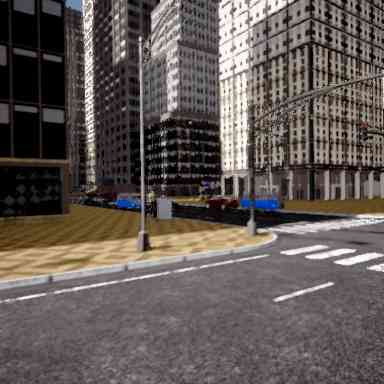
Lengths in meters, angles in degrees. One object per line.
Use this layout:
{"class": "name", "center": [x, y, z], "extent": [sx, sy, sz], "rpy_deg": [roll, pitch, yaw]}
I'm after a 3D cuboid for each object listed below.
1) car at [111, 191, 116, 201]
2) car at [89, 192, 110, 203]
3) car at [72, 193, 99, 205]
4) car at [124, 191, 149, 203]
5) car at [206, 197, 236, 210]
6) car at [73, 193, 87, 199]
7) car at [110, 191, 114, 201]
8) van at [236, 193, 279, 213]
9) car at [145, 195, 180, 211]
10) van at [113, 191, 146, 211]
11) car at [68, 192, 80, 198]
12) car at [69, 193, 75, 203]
{"class": "car", "center": [-12.280, 1.032, 59.439], "extent": [1.887, 1.381, 4.507], "rpy_deg": [-1, 1, -34]}
{"class": "car", "center": [-15.501, 1.122, 54.025], "extent": [1.812, 1.442, 4.674], "rpy_deg": [-1, 1, -34]}
{"class": "car", "center": [-16.116, 1.221, 50.156], "extent": [1.947, 1.339, 4.313], "rpy_deg": [-1, 1, -34]}
{"class": "car", "center": [-9.178, 0.830, 54.848], "extent": [2.192, 1.841, 5.009], "rpy_deg": [-1, 1, -34]}
{"class": "car", "center": [3.256, 1.171, 36.514], "extent": [1.887, 1.381, 4.507], "rpy_deg": [-1, 1, -34]}
{"class": "car", "center": [-27.799, 0.896, 82.379], "extent": [2.008, 1.369, 4.403], "rpy_deg": [-1, 1, -34]}
{"class": "car", "center": [-15.386, 0.774, 64.025], "extent": [2.192, 1.841, 5.009], "rpy_deg": [-1, 1, -34]}
{"class": "van", "center": [6.433, 0.993, 31.976], "extent": [1.690, 1.788, 3.998], "rpy_deg": [-1, 1, -34]}
{"class": "car", "center": [-3.036, 1.274, 35.444], "extent": [1.994, 1.385, 4.181], "rpy_deg": [-1, 1, -34]}
{"class": "van", "center": [-6.807, 1.080, 36.390], "extent": [1.690, 1.788, 3.998], "rpy_deg": [-1, 1, -34]}
{"class": "car", "center": [-30.998, 0.841, 87.108], "extent": [1.752, 1.417, 4.829], "rpy_deg": [-1, 1, -34]}
{"class": "car", "center": [-19.220, 1.178, 54.744], "extent": [2.008, 1.369, 4.403], "rpy_deg": [-1, 1, -34]}
